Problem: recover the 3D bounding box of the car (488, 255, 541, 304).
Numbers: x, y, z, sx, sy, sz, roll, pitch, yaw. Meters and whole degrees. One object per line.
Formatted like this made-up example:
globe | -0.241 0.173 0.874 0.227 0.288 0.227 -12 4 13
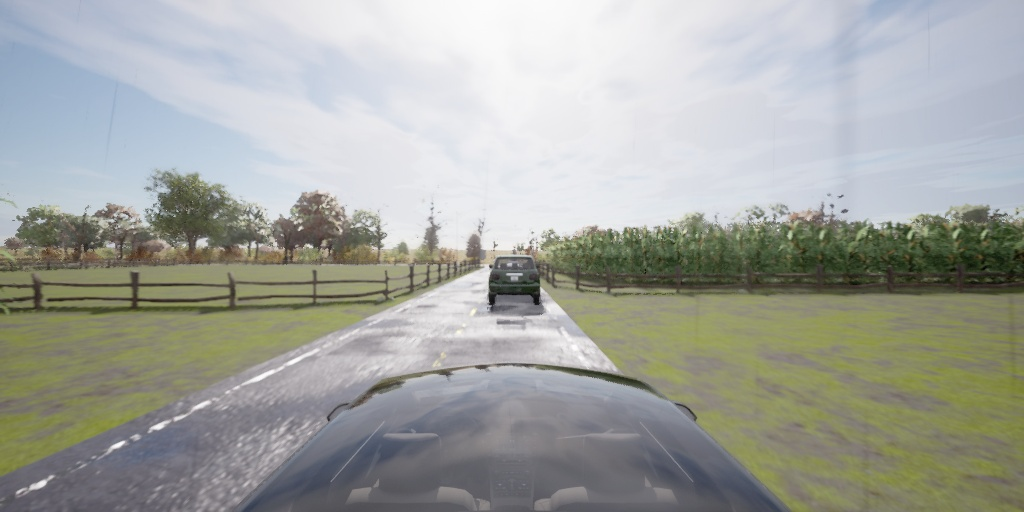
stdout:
car | 0.094 0.965 16.570 2.150 2.045 5.566 0 0 0
